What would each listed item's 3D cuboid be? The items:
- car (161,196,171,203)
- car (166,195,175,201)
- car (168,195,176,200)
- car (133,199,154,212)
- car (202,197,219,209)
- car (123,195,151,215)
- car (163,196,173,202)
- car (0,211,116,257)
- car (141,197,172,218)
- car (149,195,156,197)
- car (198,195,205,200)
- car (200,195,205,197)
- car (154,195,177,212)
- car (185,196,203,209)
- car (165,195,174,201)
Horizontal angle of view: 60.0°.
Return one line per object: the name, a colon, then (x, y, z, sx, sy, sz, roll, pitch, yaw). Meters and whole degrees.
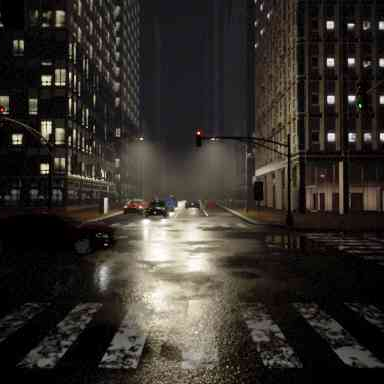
car: (-5.708, 1.572, 72.748, 1.887, 1.381, 4.507, 1, 0, 0)
car: (-5.716, 1.585, 89.473, 2.008, 1.369, 4.403, 1, 0, 0)
car: (-5.719, 1.603, 95.049, 1.947, 1.339, 4.313, 1, 0, 0)
car: (-5.694, 1.596, 39.297, 1.802, 1.307, 4.206, 1, 0, 0)
car: (2.683, 1.598, 44.938, 1.802, 1.307, 4.206, 1, 0, 0)
car: (-5.689, 1.452, 33.722, 1.967, 1.590, 4.097, 1, 0, 0)
car: (-5.711, 1.580, 78.323, 2.008, 1.369, 4.403, 1, 0, 0)
car: (-5.377, 1.483, 12.466, 5.008, 1.535, 1.882, 0, 0, 0)
car: (-3.112, 1.515, 30.305, 1.837, 1.490, 4.892, 0, 0, 0)
car: (-5.691, 1.331, 44.872, 2.192, 1.841, 5.009, 1, 0, 0)
car: (2.662, 1.582, 95.134, 1.887, 1.381, 4.507, 1, 0, 0)
car: (2.680, 1.546, 56.263, 1.752, 1.417, 4.829, 1, 0, 0)
car: (-3.115, 1.492, 39.810, 1.882, 1.535, 5.008, 0, 0, 0)
car: (0.076, 1.581, 46.421, 1.994, 1.385, 4.181, 0, 0, 0)
car: (-5.713, 1.576, 83.898, 1.887, 1.381, 4.507, 1, 0, 0)
